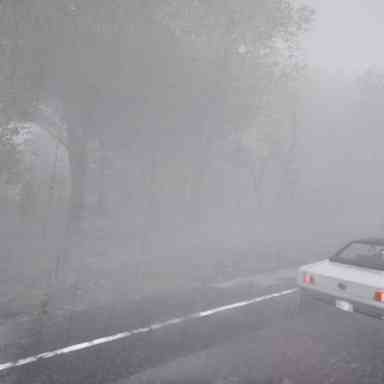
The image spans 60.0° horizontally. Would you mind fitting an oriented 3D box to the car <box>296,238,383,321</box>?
[{"bbox_3d":[4.366,1.624,6.856,4.718,1.301,1.895,0,0,-35],"label":"car"}]
